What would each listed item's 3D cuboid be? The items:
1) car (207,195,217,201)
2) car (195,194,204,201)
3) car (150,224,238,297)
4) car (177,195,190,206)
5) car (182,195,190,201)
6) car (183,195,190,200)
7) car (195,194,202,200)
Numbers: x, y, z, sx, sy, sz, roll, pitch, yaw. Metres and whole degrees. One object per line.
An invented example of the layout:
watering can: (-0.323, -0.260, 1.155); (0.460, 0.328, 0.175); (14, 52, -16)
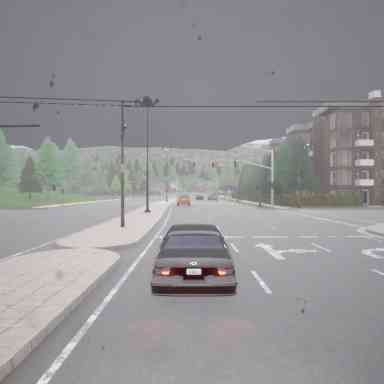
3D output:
car: (5.467, 1.539, 85.385); (2.033, 1.411, 5.357); (0, 0, 0)
car: (1.967, 1.477, 85.377); (1.882, 1.535, 5.008); (0, 0, 0)
car: (0.041, 1.547, 8.768); (2.033, 1.411, 5.357); (0, 0, 0)
car: (-1.364, 1.352, 54.513); (2.097, 1.767, 4.553); (0, 0, -1)
car: (-1.532, 1.523, 85.338); (1.812, 1.442, 4.674); (0, 0, 0)
car: (-1.557, 1.571, 95.653); (1.895, 1.301, 4.718); (0, 0, 0)
car: (1.943, 1.472, 95.625); (1.837, 1.490, 4.892); (0, 0, 0)
